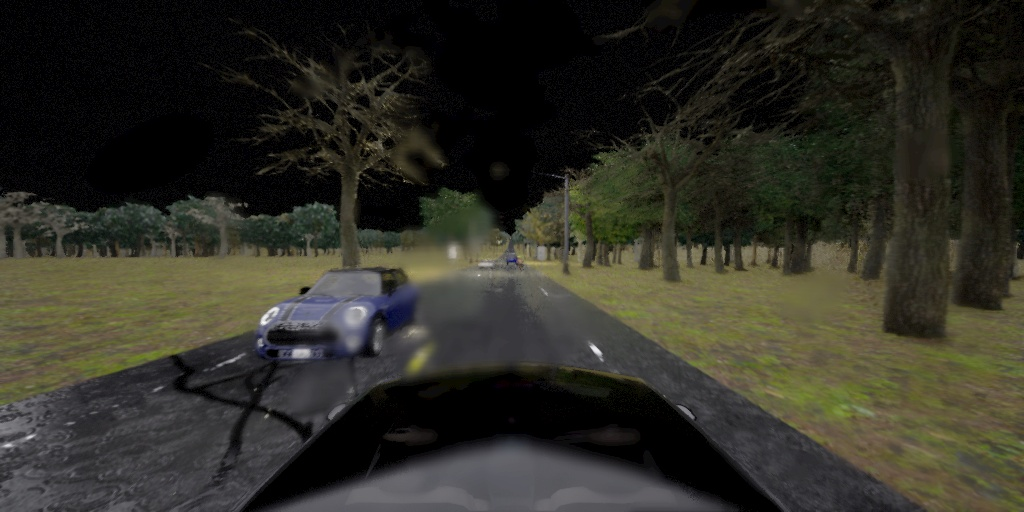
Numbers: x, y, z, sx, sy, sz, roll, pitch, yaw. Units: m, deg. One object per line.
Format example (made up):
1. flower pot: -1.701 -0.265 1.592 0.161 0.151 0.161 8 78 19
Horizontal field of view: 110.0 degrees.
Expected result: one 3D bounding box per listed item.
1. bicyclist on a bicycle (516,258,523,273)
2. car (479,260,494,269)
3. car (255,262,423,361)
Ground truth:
1. bicyclist on a bicycle: 0.947 1.038 37.569 0.582 1.620 1.656 0 0 0
2. car: -3.555 1.149 50.038 1.895 1.301 4.718 0 0 1
3. car: -3.592 1.064 8.370 2.097 1.767 4.553 0 0 0
